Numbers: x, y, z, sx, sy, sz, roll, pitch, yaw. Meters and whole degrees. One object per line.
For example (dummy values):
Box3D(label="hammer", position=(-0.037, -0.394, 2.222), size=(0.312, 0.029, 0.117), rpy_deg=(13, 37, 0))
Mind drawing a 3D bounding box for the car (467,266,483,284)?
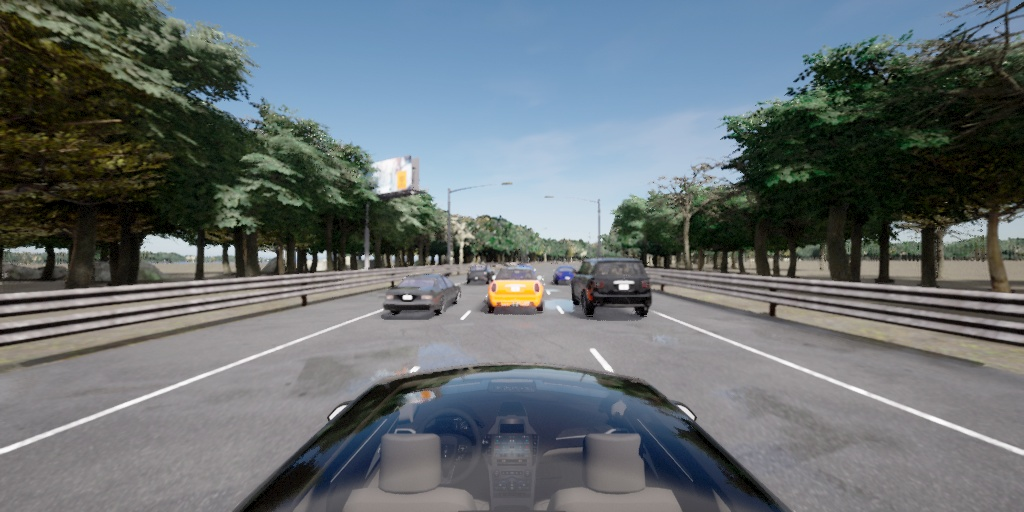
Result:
Box3D(label="car", position=(-2.549, 1.534, 30.156), size=(2.128, 1.511, 4.902), rpy_deg=(0, 0, 4))

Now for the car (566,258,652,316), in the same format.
Box3D(label="car", position=(3.662, 1.101, 14.111), size=(2.150, 2.045, 5.566), rpy_deg=(0, 0, 2))

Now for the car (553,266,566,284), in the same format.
Box3D(label="car", position=(4.470, 1.567, 30.113), size=(1.812, 1.442, 4.674), rpy_deg=(0, 0, 5))

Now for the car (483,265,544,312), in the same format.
Box3D(label="car", position=(0.207, 1.237, 15.066), size=(2.097, 1.767, 4.553), rpy_deg=(0, -1, 2))

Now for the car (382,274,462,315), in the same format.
Box3D(label="car", position=(-3.338, 1.425, 14.261), size=(2.033, 1.411, 5.357), rpy_deg=(0, -1, 2))
